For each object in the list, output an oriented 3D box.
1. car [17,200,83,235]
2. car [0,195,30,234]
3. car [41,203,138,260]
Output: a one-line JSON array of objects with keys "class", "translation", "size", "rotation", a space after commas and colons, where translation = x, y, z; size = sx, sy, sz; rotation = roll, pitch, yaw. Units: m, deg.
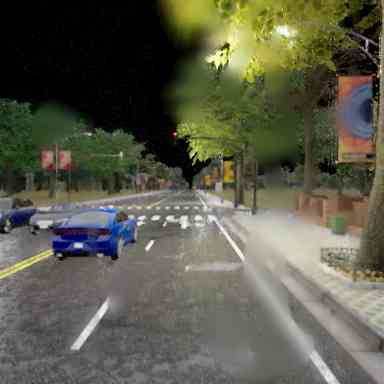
[{"class": "car", "translation": [-6.507, 1.245, 17.050], "size": [2.128, 1.511, 4.902], "rotation": [0, 1, 0]}, {"class": "car", "translation": [-9.756, 1.099, 17.190], "size": [2.097, 1.767, 4.553], "rotation": [0, 1, 0]}, {"class": "car", "translation": [-3.155, 1.303, 11.714], "size": [1.882, 1.535, 5.008], "rotation": [0, 1, 0]}]
